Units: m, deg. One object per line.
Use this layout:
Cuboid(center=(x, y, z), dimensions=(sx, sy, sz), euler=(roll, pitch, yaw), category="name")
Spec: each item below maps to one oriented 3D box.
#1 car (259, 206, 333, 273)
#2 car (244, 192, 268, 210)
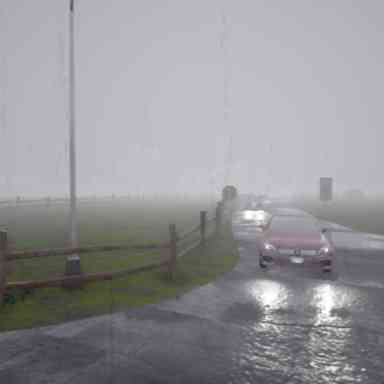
Cuboid(center=(3.115, 1.382, 10.408), dimensions=(1.812, 1.442, 4.674), euler=(1, 1, 13), category="car")
Cuboid(center=(6.560, 1.047, 35.195), dimensions=(2.128, 1.511, 4.902), euler=(1, 1, 11), category="car")
